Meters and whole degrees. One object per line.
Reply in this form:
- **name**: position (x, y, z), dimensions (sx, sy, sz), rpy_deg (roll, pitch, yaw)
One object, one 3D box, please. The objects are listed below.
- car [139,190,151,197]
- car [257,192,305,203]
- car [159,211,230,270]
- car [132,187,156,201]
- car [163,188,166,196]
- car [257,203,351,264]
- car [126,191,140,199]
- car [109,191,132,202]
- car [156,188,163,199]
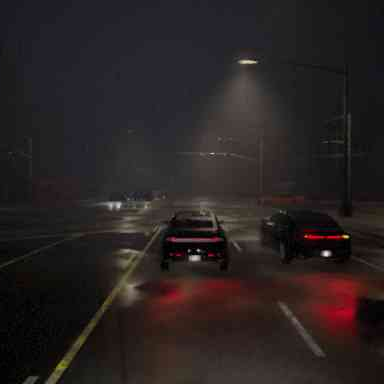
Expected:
- **car**: position (-10.779, 0.343, 76.171), dimensions (2.128, 1.511, 4.902), rpy_deg (0, 1, 0)
- **car**: position (9.427, 0.803, 35.363), dimensions (5.008, 1.535, 1.882), rpy_deg (0, 1, -3)
- **car**: position (0.061, 1.342, 10.460), dimensions (2.128, 1.511, 4.902), rpy_deg (0, 1, 0)
- **car**: position (-7.235, 0.312, 49.486), dimensions (2.150, 2.045, 5.566), rpy_deg (0, 1, 1)
- **car**: position (-7.288, -0.020, 78.512), dimensions (2.150, 2.045, 5.566), rpy_deg (0, 1, 0)
- **car**: position (3.564, 1.344, 11.259), dimensions (1.837, 1.490, 4.892), rpy_deg (0, 1, 0)
- **car**: position (-10.758, 0.481, 61.116), dimensions (1.812, 1.442, 4.674), rpy_deg (0, 1, 0)
- **car**: position (-10.745, 0.586, 48.820), dimensions (2.128, 1.511, 4.902), rpy_deg (0, 1, 0)
- **car**: position (-7.251, 0.162, 63.015), dimensions (2.150, 2.045, 5.566), rpy_deg (0, 0, 0)
